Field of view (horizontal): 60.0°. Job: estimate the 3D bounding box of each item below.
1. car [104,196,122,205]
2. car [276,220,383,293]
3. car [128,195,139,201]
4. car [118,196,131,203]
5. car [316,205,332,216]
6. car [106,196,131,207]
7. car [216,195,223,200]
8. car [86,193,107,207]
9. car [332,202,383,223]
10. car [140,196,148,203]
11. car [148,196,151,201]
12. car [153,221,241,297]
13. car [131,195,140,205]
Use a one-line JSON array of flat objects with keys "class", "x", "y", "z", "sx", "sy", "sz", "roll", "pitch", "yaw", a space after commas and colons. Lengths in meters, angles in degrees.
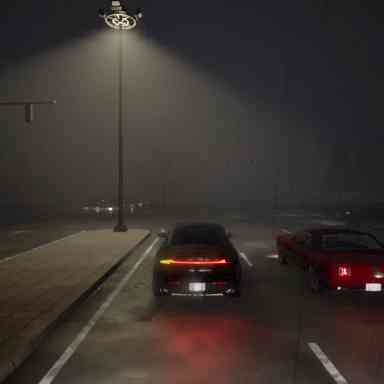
[{"class": "car", "x": -14.664, "y": 1.552, "z": 62.171, "sx": 2.033, "sy": 1.411, "sz": 5.357, "roll": 0, "pitch": 0, "yaw": 1}, {"class": "car", "x": 3.628, "y": 1.601, "z": 8.814, "sx": 1.895, "sy": 1.301, "sz": 4.718, "roll": 0, "pitch": 0, "yaw": 1}, {"class": "car", "x": -14.472, "y": 1.523, "z": 82.322, "sx": 1.812, "sy": 1.442, "sz": 4.674, "roll": 0, "pitch": 0, "yaw": 1}, {"class": "car", "x": -14.553, "y": 1.558, "z": 72.117, "sx": 1.994, "sy": 1.385, "sz": 4.181, "roll": 0, "pitch": 0, "yaw": 0}, {"class": "car", "x": 14.624, "y": 1.603, "z": 32.193, "sx": 4.718, "sy": 1.301, "sz": 1.895, "roll": 0, "pitch": 0, "yaw": 4}, {"class": "car", "x": -11.277, "y": 1.604, "z": 51.372, "sx": 1.895, "sy": 1.301, "sz": 4.718, "roll": 0, "pitch": 0, "yaw": 0}, {"class": "car", "x": 7.840, "y": 1.559, "z": 94.715, "sx": 1.994, "sy": 1.385, "sz": 4.181, "roll": 0, "pitch": 0, "yaw": 2}, {"class": "car", "x": -14.770, "y": 1.225, "z": 51.922, "sx": 2.150, "sy": 2.045, "sz": 5.566, "roll": 0, "pitch": 0, "yaw": 0}, {"class": "car", "x": 13.374, "y": 1.527, "z": 24.934, "sx": 4.674, "sy": 1.442, "sz": 1.812, "roll": 0, "pitch": 0, "yaw": 0}, {"class": "car", "x": -11.070, "y": 1.600, "z": 69.356, "sx": 1.895, "sy": 1.301, "sz": 4.718, "roll": 0, "pitch": 0, "yaw": 0}, {"class": "car", "x": -11.005, "y": 1.558, "z": 79.207, "sx": 1.994, "sy": 1.385, "sz": 4.181, "roll": 0, "pitch": 0, "yaw": 0}, {"class": "car", "x": 0.125, "y": 1.505, "z": 8.569, "sx": 1.837, "sy": 1.490, "sz": 4.892, "roll": 0, "pitch": 0, "yaw": 1}, {"class": "car", "x": -11.197, "y": 1.509, "z": 60.382, "sx": 1.837, "sy": 1.490, "sz": 4.892, "roll": 0, "pitch": 0, "yaw": 1}]
